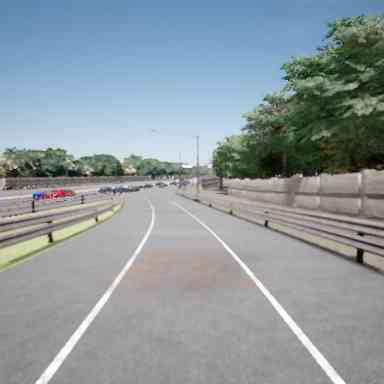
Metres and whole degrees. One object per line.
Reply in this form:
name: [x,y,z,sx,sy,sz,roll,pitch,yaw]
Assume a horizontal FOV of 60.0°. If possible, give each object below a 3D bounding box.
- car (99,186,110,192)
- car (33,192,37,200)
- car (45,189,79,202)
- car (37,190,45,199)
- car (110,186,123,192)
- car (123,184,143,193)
car: [-20.570,-0.702,79.876,1.994,1.385,4.181,0,3,12]
car: [-25.276,0.431,57.423,1.882,1.535,5.008,0,3,12]
car: [-19.464,0.469,51.026,2.150,2.045,5.566,0,3,12]
car: [-22.373,0.585,54.215,1.882,1.535,5.008,0,3,12]
car: [-17.148,-0.712,79.141,1.812,1.442,4.674,0,3,12]
car: [-13.731,-0.861,78.376,2.097,1.767,4.553,0,3,12]
